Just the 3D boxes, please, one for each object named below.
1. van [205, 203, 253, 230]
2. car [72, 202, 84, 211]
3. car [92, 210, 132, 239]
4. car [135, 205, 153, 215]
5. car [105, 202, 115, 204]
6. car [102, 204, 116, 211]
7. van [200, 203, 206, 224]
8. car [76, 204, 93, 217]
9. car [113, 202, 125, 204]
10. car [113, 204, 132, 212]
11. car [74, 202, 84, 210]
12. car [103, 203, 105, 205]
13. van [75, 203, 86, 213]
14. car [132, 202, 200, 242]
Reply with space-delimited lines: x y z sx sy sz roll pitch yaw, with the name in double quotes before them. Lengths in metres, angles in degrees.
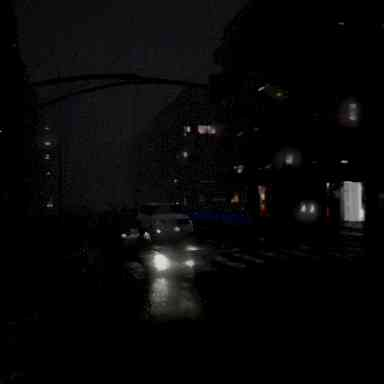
"van" 2.760 1.725 24.042 1.690 1.788 3.998 -2 -1 -21
"car" -25.151 3.211 73.342 2.192 1.841 5.009 -2 -1 -21
"car" -5.031 2.093 21.069 1.802 1.307 4.206 -2 -1 -21
"car" -7.276 2.657 50.178 1.802 1.307 4.206 -2 -1 -21
"car" -14.425 3.042 61.585 1.895 1.301 4.718 -1 -1 -21
"car" -8.915 2.469 38.388 1.994 1.385 4.181 -1 -1 -20
"van" 0.751 1.863 29.270 1.690 1.788 3.998 -2 -1 -21
"car" -15.076 2.784 47.209 1.802 1.307 4.206 -2 -1 -21
"car" -10.818 2.757 52.215 1.994 1.385 4.181 -1 -1 -21
"car" -5.326 2.134 28.985 1.882 1.535 5.008 -1 -1 -21
"car" -17.090 2.781 52.438 1.967 1.590 4.097 -2 -1 -21
"car" -23.593 3.642 91.716 1.801 1.575 5.366 -1 -1 -21
"van" -21.111 2.959 62.894 1.690 1.788 3.998 -2 -1 -21
"car" -1.740 1.631 19.639 2.150 2.045 5.566 -1 -1 -21
